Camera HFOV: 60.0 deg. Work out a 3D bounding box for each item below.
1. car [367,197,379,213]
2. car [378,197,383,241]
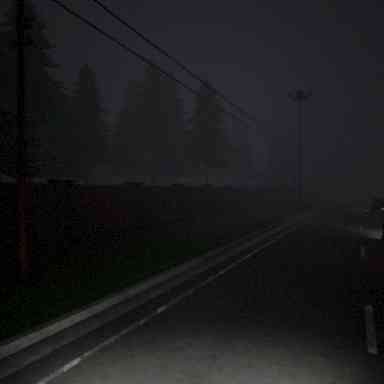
[{"bbox_3d":[17.794,1.195,31.337,1.837,1.490,4.892,0,0,26],"label":"car"},{"bbox_3d":[8.505,1.218,12.580,2.097,1.767,4.553,0,0,26],"label":"car"}]
